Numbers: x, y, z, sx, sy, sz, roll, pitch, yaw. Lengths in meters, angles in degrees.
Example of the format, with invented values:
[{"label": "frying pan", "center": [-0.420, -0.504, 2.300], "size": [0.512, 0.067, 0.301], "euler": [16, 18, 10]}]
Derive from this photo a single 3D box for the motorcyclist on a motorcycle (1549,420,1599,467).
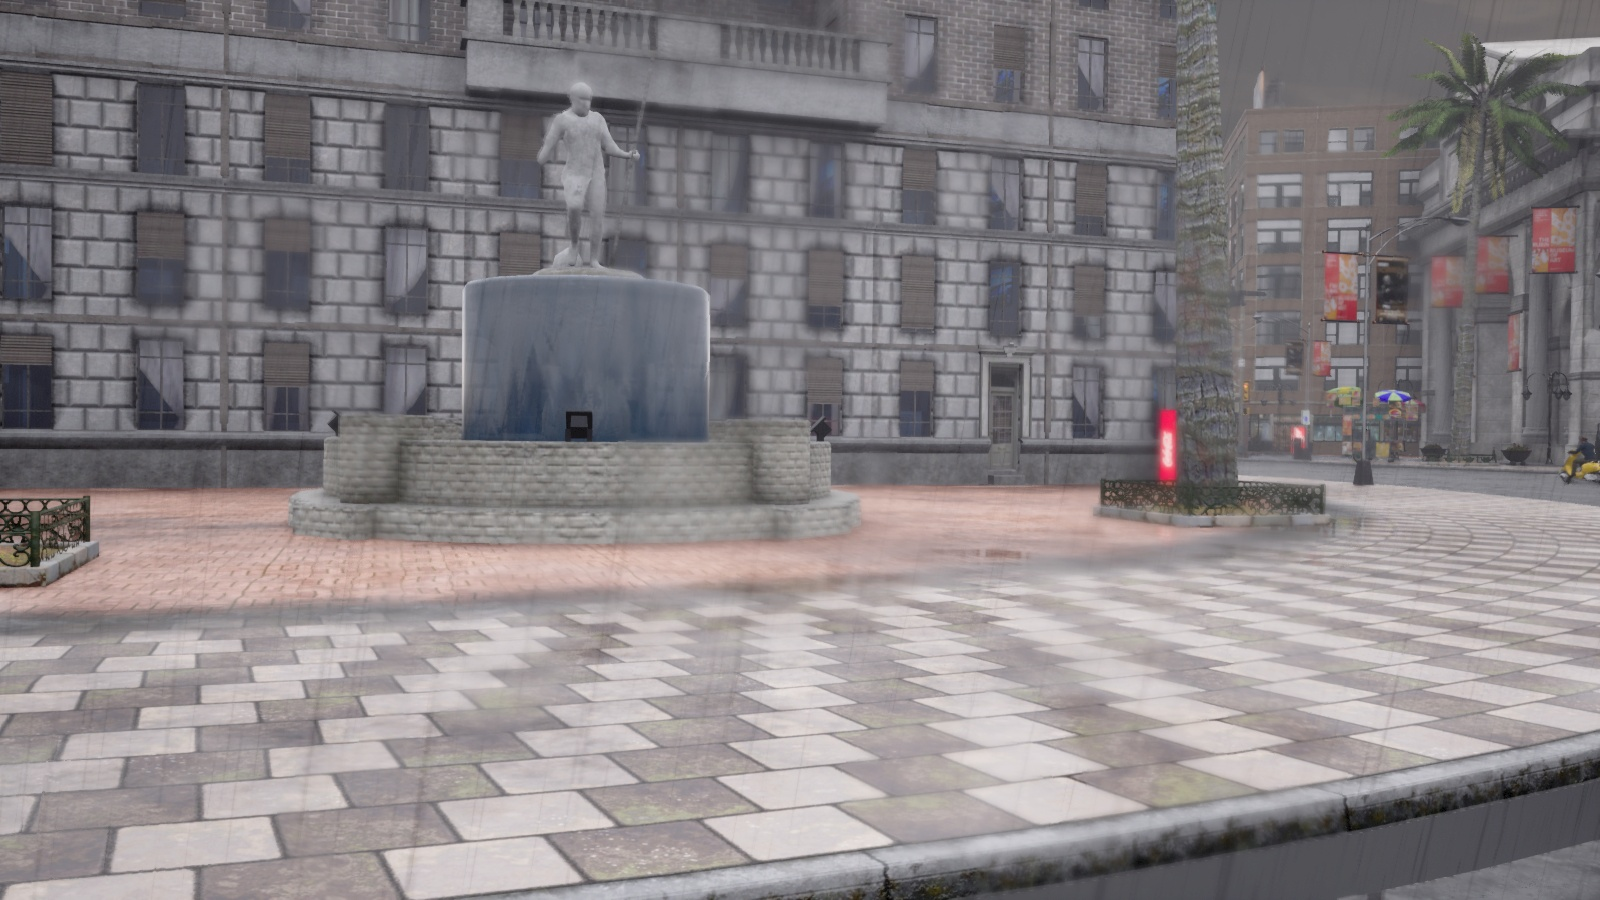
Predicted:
[{"label": "motorcyclist on a motorcycle", "center": [26.636, -0.233, 42.822], "size": [0.866, 1.590, 1.817], "euler": [-1, 1, -13]}]
